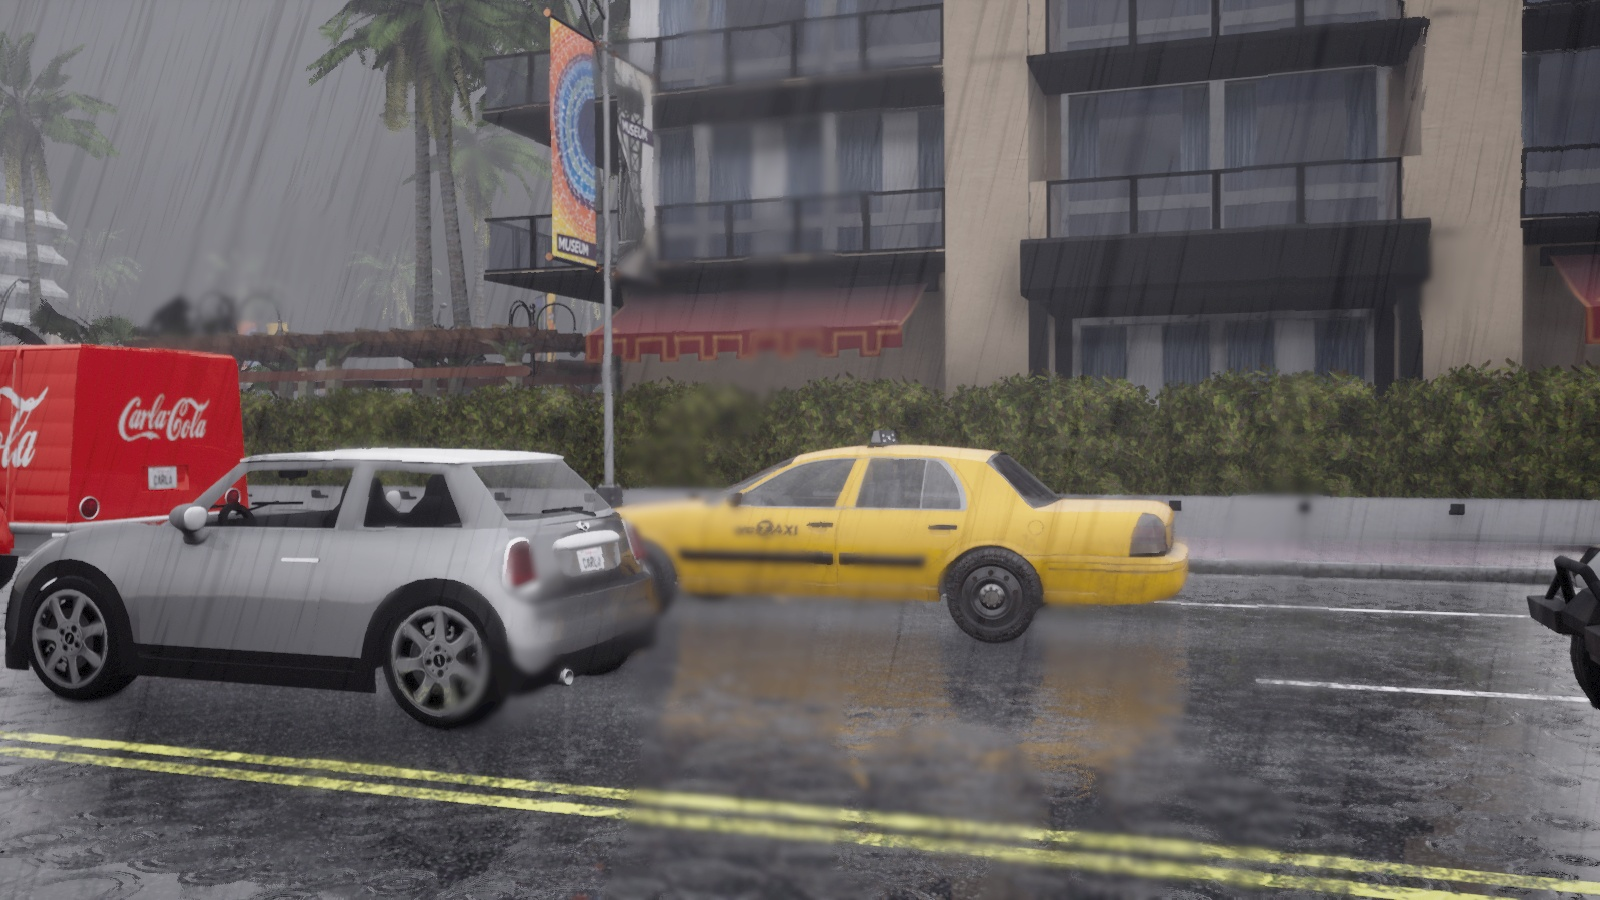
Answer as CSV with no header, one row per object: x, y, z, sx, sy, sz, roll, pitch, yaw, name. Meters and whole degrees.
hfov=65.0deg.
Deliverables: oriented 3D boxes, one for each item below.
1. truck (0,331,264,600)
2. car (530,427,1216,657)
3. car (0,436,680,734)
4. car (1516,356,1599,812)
-8.854,0.106,13.551,5.204,2.467,2.627,0,1,18,truck
0.594,0.606,10.373,5.366,1.575,1.801,0,1,19,car
-2.904,0.663,7.860,3.806,1.475,1.970,0,1,19,car
5.312,0.557,5.097,3.866,1.878,1.905,0,1,18,car
